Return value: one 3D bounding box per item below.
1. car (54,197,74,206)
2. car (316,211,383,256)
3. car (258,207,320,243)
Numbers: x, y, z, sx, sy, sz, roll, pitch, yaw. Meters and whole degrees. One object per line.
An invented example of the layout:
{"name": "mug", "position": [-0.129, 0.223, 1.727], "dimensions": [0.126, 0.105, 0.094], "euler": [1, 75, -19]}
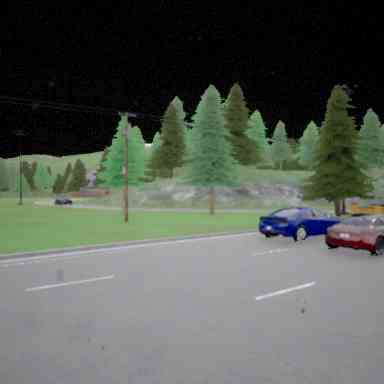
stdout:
{"name": "car", "position": [-21.267, 1.533, 55.013], "dimensions": [2.033, 1.411, 5.357], "euler": [0, 0, -37]}
{"name": "car", "position": [7.173, 1.547, 13.201], "dimensions": [4.181, 1.385, 1.994], "euler": [0, 0, -35]}
{"name": "car", "position": [5.446, 1.462, 16.261], "dimensions": [5.008, 1.535, 1.882], "euler": [0, 0, -35]}
